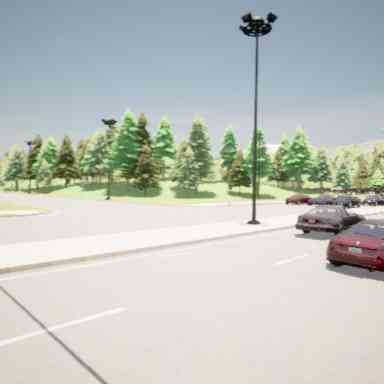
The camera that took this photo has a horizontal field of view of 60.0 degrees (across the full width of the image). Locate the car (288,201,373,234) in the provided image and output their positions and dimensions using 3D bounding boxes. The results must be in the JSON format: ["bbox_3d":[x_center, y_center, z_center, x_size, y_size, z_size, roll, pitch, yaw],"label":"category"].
[{"bbox_3d":[7.233,1.393,17.058,2.033,1.411,5.357,2,1,44],"label":"car"}]

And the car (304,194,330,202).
[{"bbox_3d":[16.852,1.160,43.385,4.181,1.385,1.994,0,1,-44],"label":"car"}]

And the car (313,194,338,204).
[{"bbox_3d":[21.035,1.052,52.234,4.674,1.442,1.812,0,1,-43],"label":"car"}]

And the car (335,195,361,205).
[{"bbox_3d":[23.335,1.201,49.608,4.718,1.301,1.895,0,1,-43],"label":"car"}]

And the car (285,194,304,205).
[{"bbox_3d":[14.898,0.999,46.350,5.008,1.535,1.882,0,1,-44],"label":"car"}]

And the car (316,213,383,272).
[{"bbox_3d":[5.875,1.496,9.879,4.181,1.385,1.994,0,1,-37],"label":"car"}]

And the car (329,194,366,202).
[{"bbox_3d":[18.996,1.175,40.594,4.892,1.490,1.837,0,1,-44],"label":"car"}]

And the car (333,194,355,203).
[{"bbox_3d":[26.039,1.092,57.016,4.181,1.385,1.994,0,1,-43],"label":"car"}]

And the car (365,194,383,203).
[{"bbox_3d":[32.202,1.155,58.018,5.357,1.411,2.033,0,1,-44],"label":"car"}]

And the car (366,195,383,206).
[{"bbox_3d":[25.630,1.200,46.963,4.674,1.442,1.812,0,1,-43],"label":"car"}]
